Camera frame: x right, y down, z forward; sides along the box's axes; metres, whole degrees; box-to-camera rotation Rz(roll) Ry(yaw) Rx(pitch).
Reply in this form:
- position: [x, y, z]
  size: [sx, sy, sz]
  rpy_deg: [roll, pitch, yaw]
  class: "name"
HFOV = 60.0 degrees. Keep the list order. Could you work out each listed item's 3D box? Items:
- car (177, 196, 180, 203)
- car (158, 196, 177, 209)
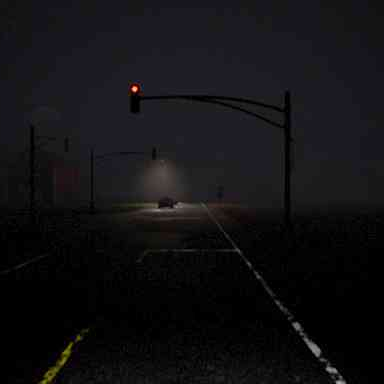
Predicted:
- position: [-3.452, 1.492, 55.540]
  size: [1.812, 1.442, 4.674]
  rpy_deg: [0, 0, 1]
  class: "car"
- position: [-3.487, 1.456, 45.375]
  size: [1.882, 1.535, 5.008]
  rpy_deg: [0, 0, 0]
  class: "car"
